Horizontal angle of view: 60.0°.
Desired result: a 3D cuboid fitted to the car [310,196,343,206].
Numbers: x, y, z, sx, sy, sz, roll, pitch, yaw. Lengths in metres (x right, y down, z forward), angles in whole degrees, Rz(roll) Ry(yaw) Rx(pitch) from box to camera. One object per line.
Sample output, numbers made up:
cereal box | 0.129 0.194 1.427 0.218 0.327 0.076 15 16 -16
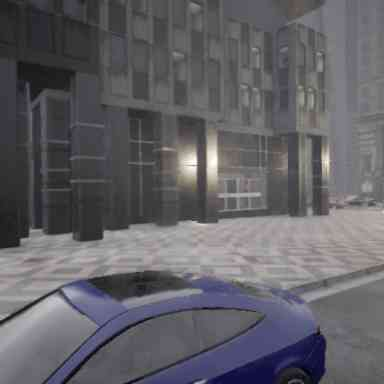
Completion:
car | 21.335 1.416 52.958 1.887 1.381 4.507 -1 1 -36

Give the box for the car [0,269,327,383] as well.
car | -0.709 1.525 2.870 4.674 1.442 1.812 0 0 -35

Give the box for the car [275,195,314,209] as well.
car | 14.621 1.323 47.690 2.192 1.841 5.009 -1 1 -36

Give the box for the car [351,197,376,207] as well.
car | 24.497 1.453 48.564 1.947 1.339 4.313 -1 1 -36

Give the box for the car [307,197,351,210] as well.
car | 17.712 1.568 43.399 1.887 1.381 4.507 -1 1 -36

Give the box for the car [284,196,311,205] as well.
car | 18.173 1.439 57.353 1.802 1.307 4.206 -1 1 -36
